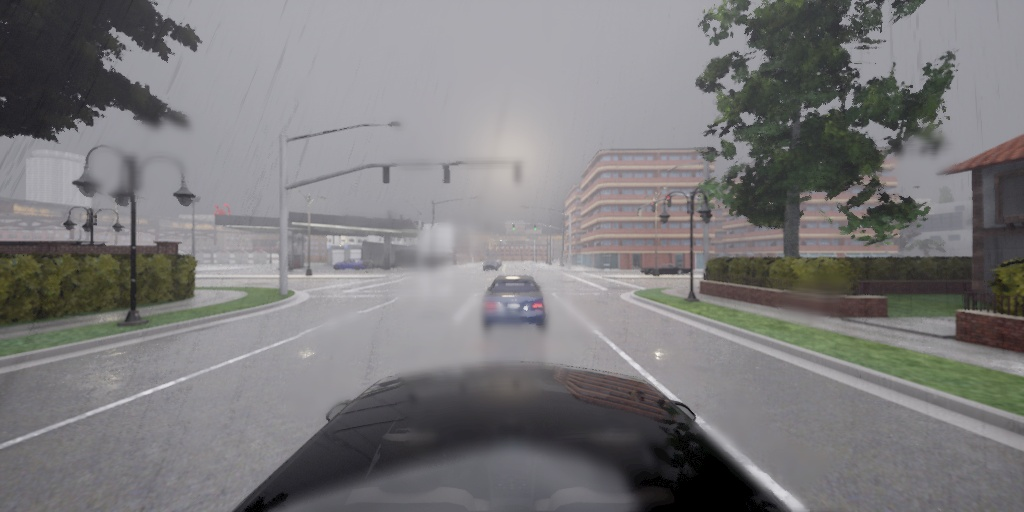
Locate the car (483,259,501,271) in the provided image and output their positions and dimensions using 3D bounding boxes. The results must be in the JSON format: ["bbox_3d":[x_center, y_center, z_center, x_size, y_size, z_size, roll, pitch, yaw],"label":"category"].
[{"bbox_3d":[-3.156,1.272,53.093,2.097,1.767,4.553,0,0,0],"label":"car"}]

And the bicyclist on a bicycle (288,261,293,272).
[{"bbox_3d":[-29.064,1.329,46.577,0.582,1.620,1.656,-10,5,0],"label":"bicyclist on a bicycle"}]

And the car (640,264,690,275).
[{"bbox_3d":[16.290,1.472,38.402,4.718,1.301,1.895,0,0,-3],"label":"car"}]

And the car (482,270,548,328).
[{"bbox_3d":[0.088,1.330,11.458,2.033,1.411,5.357,0,0,0],"label":"car"}]
